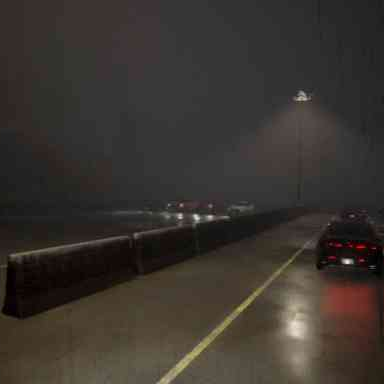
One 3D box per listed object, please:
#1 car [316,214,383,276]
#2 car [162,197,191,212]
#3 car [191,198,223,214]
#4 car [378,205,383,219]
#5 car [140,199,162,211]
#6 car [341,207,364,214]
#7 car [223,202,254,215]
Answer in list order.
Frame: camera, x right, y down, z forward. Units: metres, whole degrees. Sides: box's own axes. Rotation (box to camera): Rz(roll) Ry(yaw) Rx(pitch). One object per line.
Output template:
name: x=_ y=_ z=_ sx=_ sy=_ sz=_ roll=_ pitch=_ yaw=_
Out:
car: x=5.431 y=1.736 z=11.501 sx=1.837 sy=1.490 sz=4.892 roll=2 pitch=0 yaw=26
car: x=-1.046 y=1.428 z=38.320 sx=2.097 sy=1.767 sz=4.553 roll=2 pitch=0 yaw=26
car: x=2.099 y=1.468 z=36.783 sx=2.097 sy=1.767 sz=4.553 roll=2 pitch=0 yaw=26
car: x=21.203 y=2.123 z=35.815 sx=1.882 sy=1.535 sz=5.008 roll=2 pitch=1 yaw=26
car: x=-4.222 y=1.537 z=39.803 sx=1.895 sy=1.301 sz=4.718 roll=2 pitch=0 yaw=26
car: x=14.505 y=2.055 z=30.080 sx=1.994 sy=1.385 sz=4.181 roll=2 pitch=0 yaw=26
car: x=5.223 y=1.751 z=35.219 sx=1.812 sy=1.442 sz=4.674 roll=2 pitch=0 yaw=26
